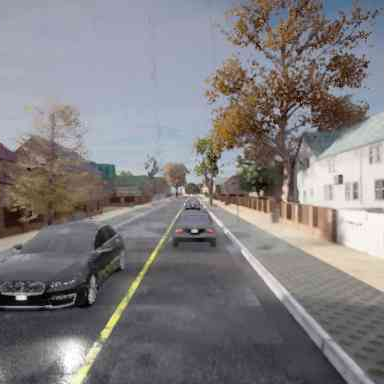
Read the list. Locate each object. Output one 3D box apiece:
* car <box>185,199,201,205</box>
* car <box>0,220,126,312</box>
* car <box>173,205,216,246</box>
[{"bbox_3d":[0.100,1.576,39.280,2.033,1.411,5.357,0,0,0],"label":"car"},{"bbox_3d":[-2.849,1.511,7.982,1.837,1.490,4.892,0,0,0],"label":"car"},{"bbox_3d":[0.100,1.559,15.366,2.033,1.411,5.357,0,0,0],"label":"car"}]
